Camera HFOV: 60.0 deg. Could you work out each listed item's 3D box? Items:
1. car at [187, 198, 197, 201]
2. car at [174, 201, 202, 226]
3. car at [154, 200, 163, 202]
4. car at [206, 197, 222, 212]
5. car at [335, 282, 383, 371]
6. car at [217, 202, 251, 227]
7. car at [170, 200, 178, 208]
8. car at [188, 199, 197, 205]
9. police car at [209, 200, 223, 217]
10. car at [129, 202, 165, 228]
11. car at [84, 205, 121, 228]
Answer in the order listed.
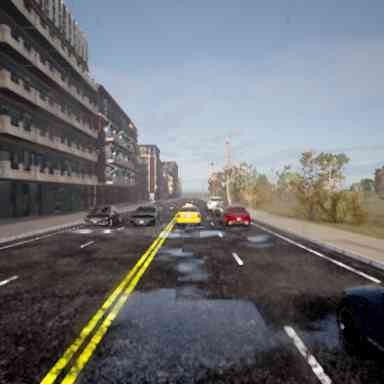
[{"bbox_3d":[0.027,2.199,73.316,2.097,1.767,4.553,0,-1,0],"label":"car"},{"bbox_3d":[-0.190,1.752,26.256,1.801,1.575,5.366,0,-1,1],"label":"car"},{"bbox_3d":[-6.497,2.308,65.537,1.994,1.385,4.181,0,-1,1],"label":"car"},{"bbox_3d":[3.267,1.764,47.640,2.150,2.045,5.566,0,-1,0],"label":"car"},{"bbox_3d":[3.252,1.606,3.607,1.994,1.385,4.181,0,-1,0],"label":"car"},{"bbox_3d":[3.259,1.767,25.607,1.882,1.535,5.008,0,-1,0],"label":"car"},{"bbox_3d":[-3.251,2.306,65.136,1.994,1.385,4.181,0,-1,1],"label":"car"},{"bbox_3d":[0.030,2.484,83.088,2.128,1.511,4.902,0,-1,0],"label":"car"},{"bbox_3d":[3.263,1.920,36.607,2.038,1.542,4.974,0,-1,0],"label":"police car"},{"bbox_3d":[-3.342,1.756,24.580,1.882,1.535,5.008,0,-1,0],"label":"car"},{"bbox_3d":[-6.591,1.787,24.971,1.837,1.490,4.892,0,-1,0],"label":"car"}]
